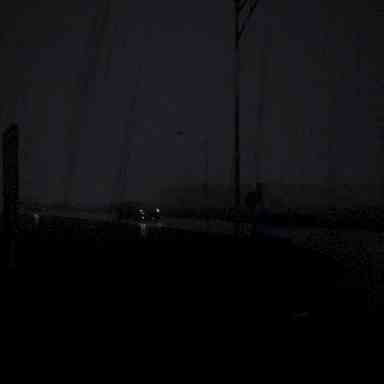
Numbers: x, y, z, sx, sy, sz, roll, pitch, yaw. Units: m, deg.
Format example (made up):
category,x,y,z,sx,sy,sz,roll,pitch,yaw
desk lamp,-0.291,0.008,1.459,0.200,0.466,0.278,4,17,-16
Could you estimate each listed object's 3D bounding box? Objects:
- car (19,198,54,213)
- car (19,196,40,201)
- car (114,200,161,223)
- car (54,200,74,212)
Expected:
category,x,y,z,sx,sy,sz,roll,pitch,yaw
car,-20.467,1.946,43.658,4.892,1.490,1.837,-1,0,43
car,-25.520,1.735,52.016,5.566,2.045,2.150,-1,0,42
car,-4.628,1.557,27.954,2.097,1.767,4.553,-1,0,-44
car,-17.796,1.892,45.054,4.902,1.511,2.128,-1,0,43
